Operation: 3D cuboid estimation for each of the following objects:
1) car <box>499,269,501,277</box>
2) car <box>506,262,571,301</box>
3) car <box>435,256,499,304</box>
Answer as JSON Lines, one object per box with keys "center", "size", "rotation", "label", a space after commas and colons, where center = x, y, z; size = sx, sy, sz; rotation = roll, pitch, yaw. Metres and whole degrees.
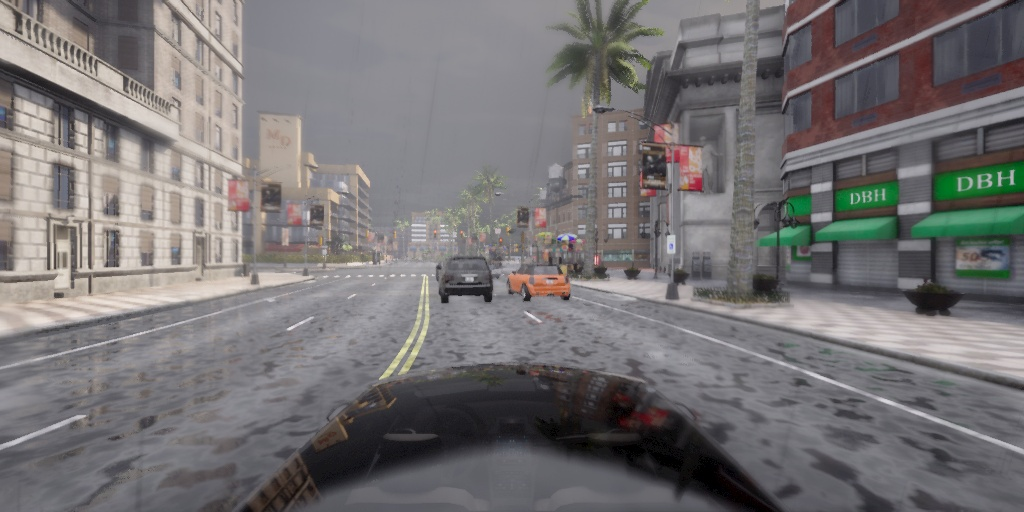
{"center": [-2.329, 1.365, 32.123], "size": [1.895, 1.301, 4.718], "rotation": [0, 0, -13], "label": "car"}
{"center": [1.136, 1.115, 17.467], "size": [2.097, 1.767, 4.553], "rotation": [0, 0, -13], "label": "car"}
{"center": [-2.283, 1.007, 16.720], "size": [2.150, 2.045, 5.566], "rotation": [0, 0, -13], "label": "car"}
